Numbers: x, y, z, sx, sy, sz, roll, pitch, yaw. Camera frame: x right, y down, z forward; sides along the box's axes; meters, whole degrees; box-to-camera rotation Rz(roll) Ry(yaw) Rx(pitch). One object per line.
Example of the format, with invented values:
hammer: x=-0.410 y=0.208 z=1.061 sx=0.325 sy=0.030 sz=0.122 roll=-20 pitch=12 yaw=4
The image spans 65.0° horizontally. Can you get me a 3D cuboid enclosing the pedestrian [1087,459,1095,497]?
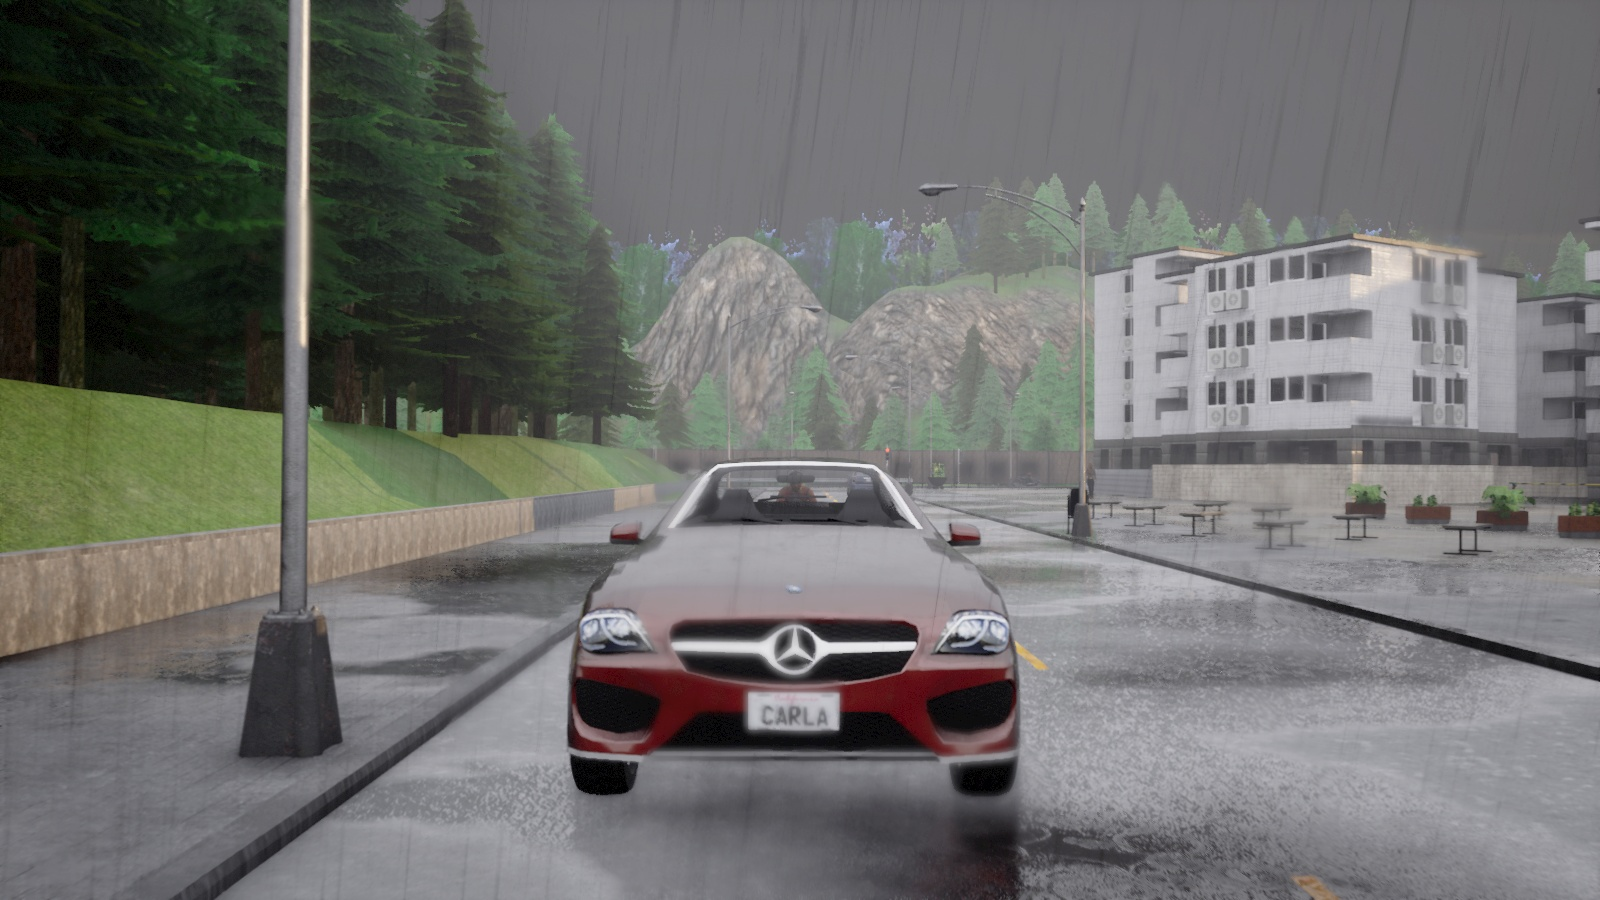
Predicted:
pedestrian: x=14.566 y=1.398 z=62.809 sx=0.331 sy=1.846 sz=0.634 roll=0 pitch=-1 yaw=9

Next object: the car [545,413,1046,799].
car: x=-0.023 y=0.708 z=7.919 sx=2.152 sy=1.651 sz=5.027 roll=0 pitch=-1 yaw=0
